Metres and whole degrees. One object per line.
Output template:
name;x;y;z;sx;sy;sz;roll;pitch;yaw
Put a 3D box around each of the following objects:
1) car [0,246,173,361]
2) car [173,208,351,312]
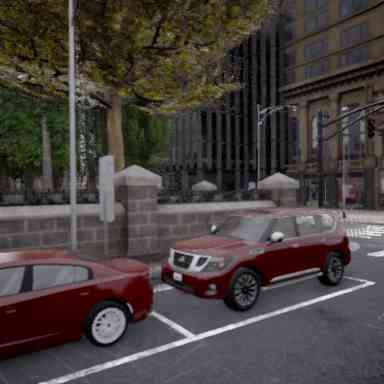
car;-2.727;1.547;4.718;4.507;1.381;1.887;0;-1;-35
car;1.769;1.334;7.930;5.009;1.841;2.192;0;-1;-35
